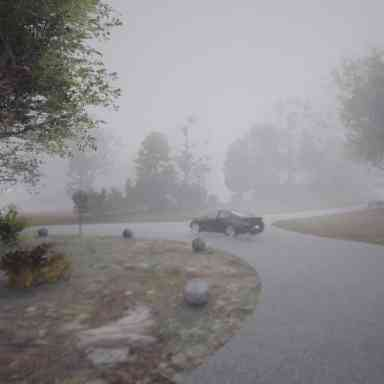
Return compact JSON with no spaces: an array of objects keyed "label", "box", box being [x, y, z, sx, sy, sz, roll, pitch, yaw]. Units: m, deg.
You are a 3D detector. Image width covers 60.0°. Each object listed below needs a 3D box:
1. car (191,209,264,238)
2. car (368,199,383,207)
[{"label":"car","box":[1.935,1.770,19.763,1.882,1.535,5.008,1,-2,-38]},{"label":"car","box":[33.202,1.916,59.971,2.033,1.411,5.357,-3,-1,41]}]
